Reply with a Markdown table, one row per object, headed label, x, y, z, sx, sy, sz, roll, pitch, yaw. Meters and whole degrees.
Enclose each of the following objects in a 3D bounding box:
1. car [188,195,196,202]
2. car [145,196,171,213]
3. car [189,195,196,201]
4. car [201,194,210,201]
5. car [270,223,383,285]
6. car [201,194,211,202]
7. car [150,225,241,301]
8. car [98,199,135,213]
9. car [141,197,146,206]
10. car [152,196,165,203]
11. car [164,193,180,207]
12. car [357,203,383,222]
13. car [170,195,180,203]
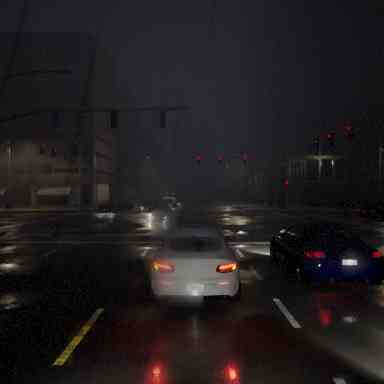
| label | x | y | z | sx | sy | sz | roll | pitch | yaw |
| --- | --- | --- | --- | --- | --- | --- | --- | --- | --- |
| car | 0.030 | 1.518 | 77.887 | 2.128 | 1.511 | 4.902 | 0 | 0 | 0 |
| car | -3.587 | 1.490 | 36.226 | 1.812 | 1.442 | 4.674 | 0 | -1 | 0 |
| car | 0.034 | 1.493 | 87.215 | 1.812 | 1.442 | 4.674 | 0 | 0 | 0 |
| car | 3.534 | 1.316 | 86.968 | 2.097 | 1.767 | 4.553 | 0 | 0 | 0 |
| car | 3.582 | 1.564 | 9.545 | 1.994 | 1.385 | 4.181 | 0 | 0 | 0 |
| car | 3.531 | 1.546 | 78.443 | 1.994 | 1.385 | 4.181 | 0 | 0 | 0 |
| car | 0.073 | 1.526 | 8.177 | 1.812 | 1.442 | 4.674 | 0 | 0 | 0 |
| car | -8.337 | 1.523 | 37.286 | 2.033 | 1.411 | 5.357 | 0 | -1 | 18 |
| car | -7.069 | 1.477 | 54.052 | 1.882 | 1.535 | 5.008 | 0 | 0 | 0 |
| car | -6.973 | 1.540 | 69.650 | 2.033 | 1.411 | 5.357 | 0 | 0 | 0 |
| car | -3.562 | 1.223 | 52.736 | 2.150 | 2.045 | 5.566 | 0 | 0 | 0 |
| car | 15.558 | 1.492 | 25.403 | 5.357 | 1.411 | 2.033 | 0 | 0 | -2 |
| car | -3.473 | 1.478 | 69.296 | 1.882 | 1.535 | 5.008 | 0 | 0 | 0 |
